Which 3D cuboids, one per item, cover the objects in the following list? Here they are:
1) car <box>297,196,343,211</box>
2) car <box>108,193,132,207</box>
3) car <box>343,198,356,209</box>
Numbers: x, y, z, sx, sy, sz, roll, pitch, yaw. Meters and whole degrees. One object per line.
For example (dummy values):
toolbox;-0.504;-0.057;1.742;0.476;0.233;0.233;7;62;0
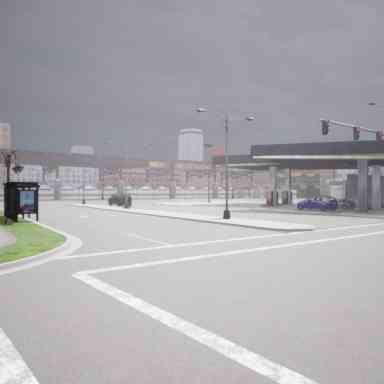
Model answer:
car;14.352;1.295;38.353;2.242;1.667;4.611;0;0;-35
car;-11.343;1.216;52.250;2.150;2.045;5.566;0;-1;-35
car;18.626;1.455;42.267;1.970;1.475;3.806;0;0;-35
